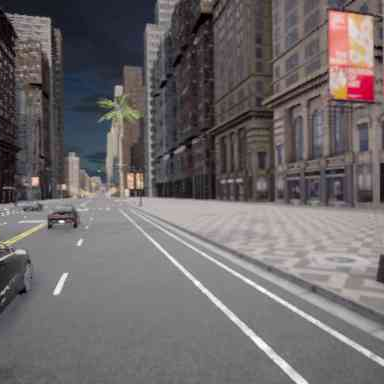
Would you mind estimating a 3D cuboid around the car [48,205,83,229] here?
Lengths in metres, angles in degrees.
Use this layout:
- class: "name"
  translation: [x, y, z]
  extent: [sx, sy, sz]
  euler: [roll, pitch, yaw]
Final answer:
- class: "car"
  translation: [-8.905, 1.651, 23.446]
  extent: [1.837, 1.490, 4.892]
  euler: [-1, 0, -15]

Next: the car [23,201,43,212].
- class: "car"
  translation: [-21.559, 1.962, 45.227]
  extent: [1.994, 1.385, 4.181]
  euler: [-1, 0, -15]

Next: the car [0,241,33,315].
- class: "car"
  translation: [-4.221, 1.564, 5.927]
  extent: [2.128, 1.511, 4.902]
  euler: [-1, 0, -15]
